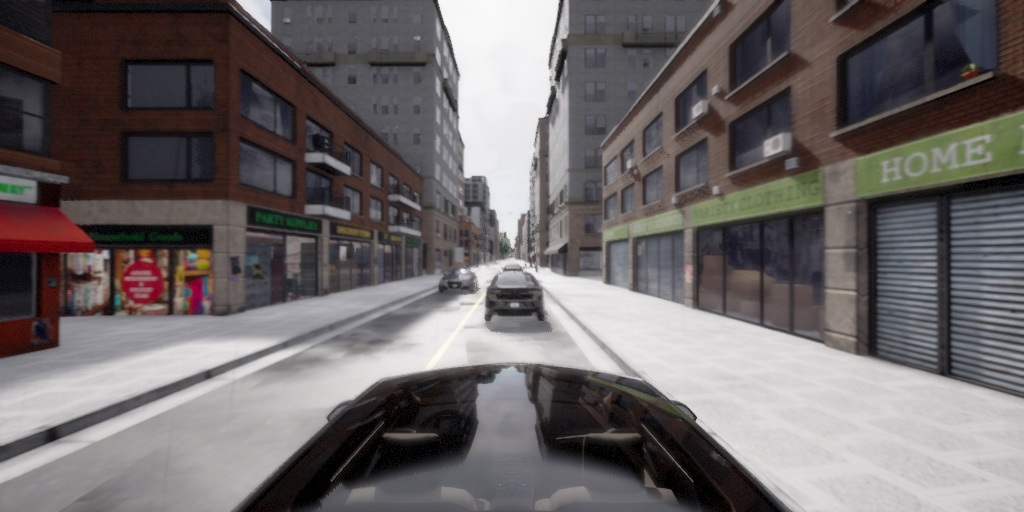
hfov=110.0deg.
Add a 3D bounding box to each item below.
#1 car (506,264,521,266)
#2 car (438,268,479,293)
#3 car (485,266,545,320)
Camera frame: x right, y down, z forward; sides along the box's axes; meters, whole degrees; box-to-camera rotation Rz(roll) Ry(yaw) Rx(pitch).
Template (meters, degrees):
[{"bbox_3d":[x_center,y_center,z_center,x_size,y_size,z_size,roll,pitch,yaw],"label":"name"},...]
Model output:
[{"bbox_3d":[0.093,1.437,32.192,1.837,1.490,4.892,0,-1,0],"label":"car"},{"bbox_3d":[-3.103,1.431,21.453,1.994,1.385,4.181,0,0,0],"label":"car"},{"bbox_3d":[0.091,1.293,12.932,1.882,1.535,5.008,0,0,0],"label":"car"}]
